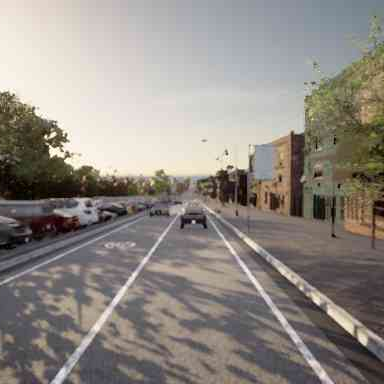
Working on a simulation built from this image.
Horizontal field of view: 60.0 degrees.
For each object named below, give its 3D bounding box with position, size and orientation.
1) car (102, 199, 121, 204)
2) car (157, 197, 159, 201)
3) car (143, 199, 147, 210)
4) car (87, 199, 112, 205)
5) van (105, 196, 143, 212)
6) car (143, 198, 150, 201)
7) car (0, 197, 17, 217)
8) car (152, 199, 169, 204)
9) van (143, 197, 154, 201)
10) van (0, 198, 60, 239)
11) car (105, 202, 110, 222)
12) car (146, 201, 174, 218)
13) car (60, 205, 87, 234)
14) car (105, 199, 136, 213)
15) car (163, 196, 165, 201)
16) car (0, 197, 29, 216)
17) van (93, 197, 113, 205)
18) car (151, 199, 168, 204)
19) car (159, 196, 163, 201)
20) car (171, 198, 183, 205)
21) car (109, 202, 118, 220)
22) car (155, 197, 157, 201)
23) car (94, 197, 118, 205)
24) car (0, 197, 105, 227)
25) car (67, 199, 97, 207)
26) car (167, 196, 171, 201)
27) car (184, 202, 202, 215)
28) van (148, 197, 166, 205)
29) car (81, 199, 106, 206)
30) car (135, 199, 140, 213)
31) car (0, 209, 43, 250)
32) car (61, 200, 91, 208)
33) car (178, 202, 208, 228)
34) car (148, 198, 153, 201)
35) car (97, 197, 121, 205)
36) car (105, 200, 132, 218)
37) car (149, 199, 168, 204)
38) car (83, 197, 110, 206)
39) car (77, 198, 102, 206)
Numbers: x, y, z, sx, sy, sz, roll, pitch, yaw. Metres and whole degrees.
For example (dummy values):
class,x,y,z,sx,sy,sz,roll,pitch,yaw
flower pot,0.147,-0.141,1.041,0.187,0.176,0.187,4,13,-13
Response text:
class,x,y,z,sx,sy,sz,roll,pitch,yaw
car,-21.998,2.585,90.770,4.792,1.488,2.163,0,-1,0
car,-8.839,2.043,60.592,4.553,1.767,2.185,0,-1,0
car,-8.830,1.976,43.772,4.792,1.488,2.163,0,-1,0
car,-22.148,2.418,79.668,5.366,1.575,1.946,0,-1,0
van,-8.740,1.683,40.972,4.442,1.987,1.878,0,-1,0
car,-8.832,2.013,46.575,4.792,1.488,2.163,0,-1,0
car,-21.904,1.581,35.134,5.566,2.045,2.435,0,-1,0
car,-8.921,2.618,94.235,4.792,1.488,2.163,0,0,0
van,-8.748,1.831,52.184,4.442,1.987,1.878,0,-1,0
van,-8.958,1.394,15.746,4.442,1.987,1.878,0,-1,0
car,-8.842,1.705,24.158,4.892,1.521,2.231,0,-1,0
car,-3.319,1.925,34.973,1.994,1.385,4.181,0,-1,0
car,-8.837,1.648,18.548,5.008,1.535,2.097,0,-1,0
car,-9.039,1.832,35.363,5.366,1.575,1.946,0,-1,0
car,-8.845,1.991,66.200,5.566,2.045,2.435,0,-1,0
car,-21.906,1.616,37.796,5.566,2.045,2.435,0,-1,0
van,-22.081,2.232,82.445,4.442,1.987,1.878,0,-1,0
car,-8.887,2.602,91.427,4.674,1.452,2.002,0,-1,0
car,-8.843,1.954,63.397,5.566,2.045,2.435,0,-1,0
car,-3.196,2.273,76.430,1.882,1.535,5.008,0,-1,0
car,-8.819,1.764,26.956,4.792,1.488,2.163,0,-1,0
car,-8.837,2.006,57.789,4.553,1.767,2.185,0,-1,0
car,-21.994,2.243,85.221,5.566,2.045,2.435,0,-1,0
car,-8.873,1.425,21.354,5.566,2.045,2.435,0,-1,0
car,-21.768,2.234,65.790,5.366,1.575,1.946,0,-1,0
car,-8.856,2.213,83.019,5.566,2.045,2.435,0,-1,0
car,0.119,1.997,41.901,2.033,1.411,5.357,0,-1,0
van,-9.003,2.275,85.819,4.442,1.987,1.878,0,-1,0
car,-21.930,2.377,74.116,4.792,1.488,2.163,0,-1,0
car,-8.885,1.902,38.166,4.792,1.488,2.163,0,-1,0
car,-8.834,1.593,12.942,4.892,1.521,2.231,0,-1,0
car,-21.957,2.202,63.014,4.892,1.521,2.231,0,-1,0
car,0.117,1.748,24.502,1.837,1.490,4.892,0,0,0
car,-8.857,2.020,49.379,5.008,1.535,2.097,0,-1,0
car,-21.939,2.274,87.998,5.566,2.045,2.435,0,-1,0
car,-8.846,1.799,32.563,5.008,1.535,2.097,0,-1,0
car,-8.894,2.533,88.624,4.892,1.521,2.231,0,-1,0
car,-21.989,2.133,76.895,5.566,2.045,2.435,0,-1,0
car,-21.988,2.185,71.341,4.553,1.767,2.185,0,-1,0
